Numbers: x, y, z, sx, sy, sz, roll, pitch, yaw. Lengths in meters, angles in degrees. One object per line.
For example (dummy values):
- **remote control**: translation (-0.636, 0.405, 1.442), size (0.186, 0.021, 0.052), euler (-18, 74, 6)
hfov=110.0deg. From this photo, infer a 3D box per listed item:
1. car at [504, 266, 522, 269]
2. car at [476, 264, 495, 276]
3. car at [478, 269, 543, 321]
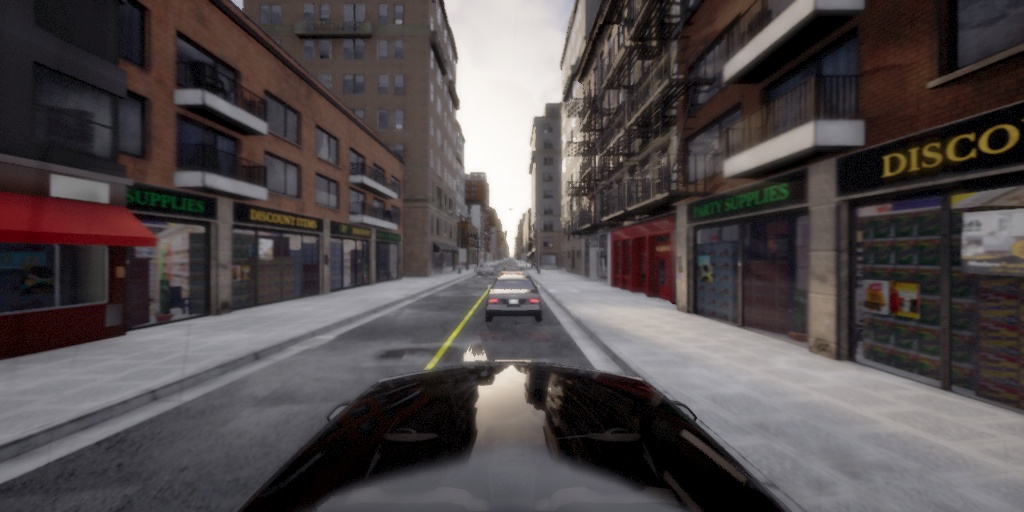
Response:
- **car**: translation (0.080, 1.544, 30.902), size (1.895, 1.301, 4.718), euler (0, 0, 0)
- **car**: translation (-3.085, 1.614, 42.308), size (1.895, 1.301, 4.718), euler (0, 0, 0)
- **car**: translation (0.066, 1.369, 12.771), size (2.033, 1.411, 5.357), euler (0, 0, 0)
